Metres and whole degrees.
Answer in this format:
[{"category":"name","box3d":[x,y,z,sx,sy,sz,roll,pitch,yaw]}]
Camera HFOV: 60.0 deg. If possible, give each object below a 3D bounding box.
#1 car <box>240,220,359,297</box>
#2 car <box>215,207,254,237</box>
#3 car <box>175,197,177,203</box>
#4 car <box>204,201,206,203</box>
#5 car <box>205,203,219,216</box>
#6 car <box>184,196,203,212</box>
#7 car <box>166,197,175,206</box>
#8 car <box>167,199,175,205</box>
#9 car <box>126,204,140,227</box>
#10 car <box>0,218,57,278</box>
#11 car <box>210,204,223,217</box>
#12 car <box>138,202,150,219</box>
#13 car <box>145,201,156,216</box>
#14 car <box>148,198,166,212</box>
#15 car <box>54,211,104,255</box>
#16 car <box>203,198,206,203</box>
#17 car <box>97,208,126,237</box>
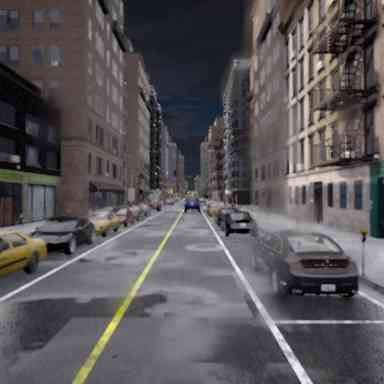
[{"category":"car","box3d":[2.646,1.644,8.634,2.008,1.369,4.403,0,-1,0]},{"category":"car","box3d":[2.657,1.775,19.459,1.947,1.339,4.313,0,-1,0]},{"category":"car","box3d":[-5.308,2.348,78.455,1.887,1.381,4.507,0,-1,0]},{"category":"car","box3d":[2.679,2.013,41.109,1.802,1.307,4.206,0,-1,0]},{"category":"car","box3d":[2.674,1.903,35.867,1.752,1.417,4.829,0,-1,0]},{"category":"car","box3d":[0.050,1.701,45.828,2.150,2.045,5.566,0,0,0]},{"category":"car","box3d":[-5.314,2.300,73.001,2.008,1.369,4.403,0,-1,0]},{"category":"car","box3d":[-5.303,2.380,83.739,1.752,1.417,4.829,0,-1,0]},{"category":"car","box3d":[-5.363,1.848,24.889,1.802,1.307,4.206,0,-1,0]},{"category":"car","box3d":[-5.379,1.617,8.482,1.752,1.417,4.829,0,-1,0]},{"category":"car","box3d":[2.663,1.832,24.871,1.947,1.339,4.313,0,-1,0]},{"category":"car","box3d":[-5.357,1.872,30.301,2.008,1.369,4.403,0,-1,0]},{"category":"car","box3d":[-5.351,1.927,35.714,2.008,1.369,4.403,0,-1,0]},{"category":"car","box3d":[-5.340,1.800,46.541,2.192,1.841,5.009,0,-1,0]},{"category":"car","box3d":[-5.374,1.717,14.064,1.947,1.339,4.313,0,-1,0]},{"category":"car","box3d":[2.728,2.350,89.348,1.967,1.590,4.097,0,-1,0]},{"category":"car","box3d":[-5.368,1.732,19.306,1.752,1.417,4.829,0,-1,0]}]
